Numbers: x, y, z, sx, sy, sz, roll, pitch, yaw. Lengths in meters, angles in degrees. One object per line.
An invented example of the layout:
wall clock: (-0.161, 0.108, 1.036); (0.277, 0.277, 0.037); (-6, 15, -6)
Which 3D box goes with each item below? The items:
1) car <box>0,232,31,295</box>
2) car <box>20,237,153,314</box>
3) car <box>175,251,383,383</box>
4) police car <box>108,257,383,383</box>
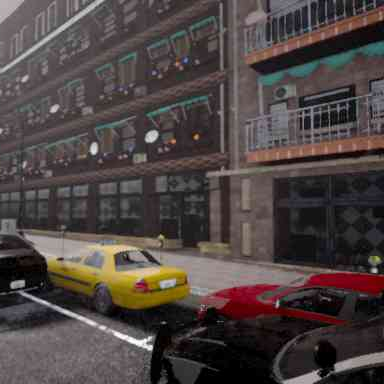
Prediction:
car: (-5.645, 1.817, 8.875); (4.892, 1.490, 1.837); (-1, -3, 41)
car: (-2.247, 1.867, 8.276); (4.829, 1.417, 1.752); (-1, -5, 41)
car: (2.081, 1.796, 4.564); (4.507, 1.381, 1.887); (-1, -5, 41)
police car: (1.794, 1.574, 2.355); (5.238, 1.638, 1.930); (-1, -3, 41)
